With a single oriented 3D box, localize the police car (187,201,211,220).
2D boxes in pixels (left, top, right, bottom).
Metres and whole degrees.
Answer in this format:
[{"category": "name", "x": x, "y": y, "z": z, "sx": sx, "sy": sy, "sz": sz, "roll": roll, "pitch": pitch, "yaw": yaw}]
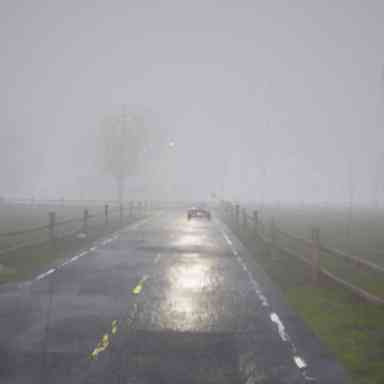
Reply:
[{"category": "police car", "x": 0.621, "y": 1.557, "z": 28.671, "sx": 2.038, "sy": 1.542, "sz": 4.974, "roll": 0, "pitch": 0, "yaw": 2}]
